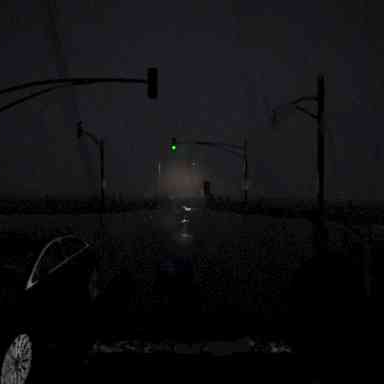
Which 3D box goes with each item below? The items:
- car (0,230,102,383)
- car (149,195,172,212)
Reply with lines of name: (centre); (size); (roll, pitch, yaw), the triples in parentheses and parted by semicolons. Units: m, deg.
car: (-2.765, 1.414, 5.024); (2.128, 1.511, 4.902); (0, 1, 0)
car: (-2.866, 1.054, 31.213); (1.812, 1.442, 4.674); (0, 1, 0)
